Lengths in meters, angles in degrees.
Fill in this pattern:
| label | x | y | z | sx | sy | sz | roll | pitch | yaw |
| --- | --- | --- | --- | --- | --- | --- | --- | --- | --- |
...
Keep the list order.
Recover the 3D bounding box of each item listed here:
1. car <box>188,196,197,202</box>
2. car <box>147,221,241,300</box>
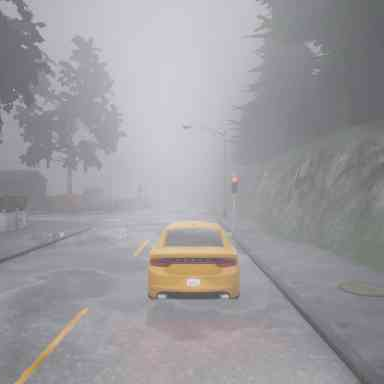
| label | x | y | z | sx | sy | sz | roll | pitch | yaw |
| --- | --- | --- | --- | --- | --- | --- | --- | --- | --- |
| car | 0.017 | 1.507 | 71.017 | 1.895 | 1.301 | 4.718 | 0 | 0 | 0 |
| car | 0.050 | 1.478 | 8.484 | 1.882 | 1.535 | 5.008 | 0 | 0 | 1 |
